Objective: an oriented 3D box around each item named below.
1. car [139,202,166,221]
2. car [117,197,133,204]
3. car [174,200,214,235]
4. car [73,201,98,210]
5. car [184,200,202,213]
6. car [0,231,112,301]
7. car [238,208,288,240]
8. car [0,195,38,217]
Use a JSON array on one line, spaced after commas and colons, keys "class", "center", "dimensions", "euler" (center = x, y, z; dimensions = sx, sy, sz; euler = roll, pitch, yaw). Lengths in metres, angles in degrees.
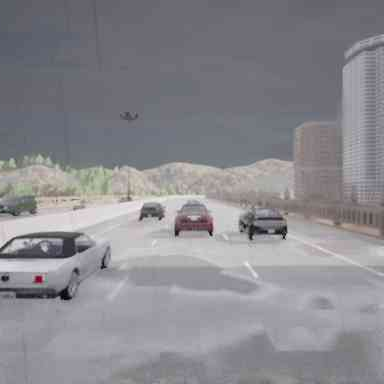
[{"class": "car", "center": [-3.400, 1.638, 29.032], "dimensions": [1.837, 1.490, 4.892], "euler": [0, 0, 0]}, {"class": "car", "center": [-10.568, 1.597, 52.989], "dimensions": [2.097, 1.767, 4.553], "euler": [0, 0, 0]}, {"class": "car", "center": [0.100, 1.441, 19.485], "dimensions": [2.097, 1.767, 4.553], "euler": [0, 0, 0]}, {"class": "car", "center": [-14.043, 1.805, 43.955], "dimensions": [1.895, 1.301, 4.718], "euler": [0, 0, 1]}, {"class": "car", "center": [0.100, 1.734, 40.566], "dimensions": [2.033, 1.411, 5.357], "euler": [0, 0, 0]}, {"class": "car", "center": [-3.407, 1.638, 8.376], "dimensions": [1.895, 1.301, 4.718], "euler": [0, 0, 0]}, {"class": "car", "center": [3.599, 1.571, 17.475], "dimensions": [2.128, 1.511, 4.902], "euler": [0, 0, 0]}, {"class": "car", "center": [-17.580, 1.375, 33.302], "dimensions": [2.150, 2.045, 5.566], "euler": [0, 0, 0]}]
